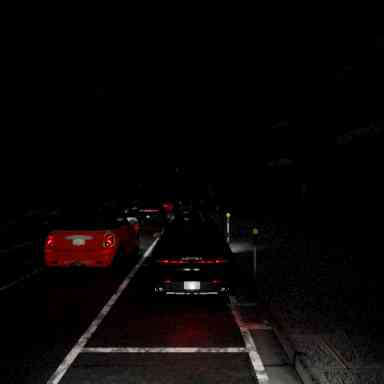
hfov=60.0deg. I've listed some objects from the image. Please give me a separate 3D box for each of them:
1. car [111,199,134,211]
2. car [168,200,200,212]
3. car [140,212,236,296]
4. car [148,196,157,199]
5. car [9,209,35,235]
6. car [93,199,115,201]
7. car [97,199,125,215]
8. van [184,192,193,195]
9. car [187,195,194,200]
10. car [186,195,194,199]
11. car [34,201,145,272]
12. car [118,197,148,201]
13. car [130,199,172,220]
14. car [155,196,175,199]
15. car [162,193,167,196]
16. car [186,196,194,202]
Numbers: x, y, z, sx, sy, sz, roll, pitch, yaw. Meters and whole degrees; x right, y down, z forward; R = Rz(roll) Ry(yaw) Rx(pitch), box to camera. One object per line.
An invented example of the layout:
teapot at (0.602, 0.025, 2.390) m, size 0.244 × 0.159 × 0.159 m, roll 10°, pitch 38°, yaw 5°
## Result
car at (-8.408, 1.551, 40.611) m, size 2.008 × 1.369 × 4.403 m, roll 0°, pitch 0°, yaw 0°
car at (-0.383, 1.551, 24.063) m, size 2.008 × 1.369 × 4.403 m, roll 0°, pitch 0°, yaw 0°
car at (0.000, 1.504, 8.650) m, size 1.837 × 1.490 × 4.892 m, roll 0°, pitch 0°, yaw 0°
car at (-8.408, 1.549, 67.693) m, size 2.008 × 1.369 × 4.403 m, roll 0°, pitch 0°, yaw 0°
car at (-8.408, 1.582, 18.538) m, size 1.802 × 1.307 × 4.206 m, roll 0°, pitch 0°, yaw 0°
car at (-8.408, 1.440, 29.575) m, size 1.967 × 1.590 × 4.097 m, roll 0°, pitch 0°, yaw 0°
car at (-8.408, 1.525, 34.923) m, size 1.752 × 1.417 × 4.829 m, roll 0°, pitch 0°, yaw 0°
van at (-0.383, 1.339, 67.702) m, size 1.690 × 1.788 × 3.998 m, roll 0°, pitch 0°, yaw 0°
car at (-0.383, 1.575, 90.427) m, size 1.802 × 1.307 × 4.206 m, roll 0°, pitch 0°, yaw 0°
car at (-0.383, 1.440, 35.101) m, size 1.967 × 1.590 × 4.097 m, roll 0°, pitch 0°, yaw 0°
car at (-3.021, 1.353, 10.988) m, size 2.097 × 1.767 × 4.553 m, roll 0°, pitch 0°, yaw 0°
car at (-5.857, 1.492, 32.051) m, size 2.128 × 1.511 × 4.902 m, roll 0°, pitch 0°, yaw 0°
car at (-2.944, 1.487, 24.935) m, size 2.128 × 1.511 × 4.902 m, roll 0°, pitch -1°, yaw 0°
car at (-2.943, 1.564, 39.239) m, size 1.994 × 1.385 × 4.181 m, roll 0°, pitch 0°, yaw 0°
car at (-8.408, 1.519, 90.251) m, size 1.752 × 1.417 × 4.829 m, roll 0°, pitch 0°, yaw 0°
car at (-0.383, 1.579, 79.064) m, size 1.802 × 1.307 × 4.206 m, roll 0°, pitch 0°, yaw 0°
